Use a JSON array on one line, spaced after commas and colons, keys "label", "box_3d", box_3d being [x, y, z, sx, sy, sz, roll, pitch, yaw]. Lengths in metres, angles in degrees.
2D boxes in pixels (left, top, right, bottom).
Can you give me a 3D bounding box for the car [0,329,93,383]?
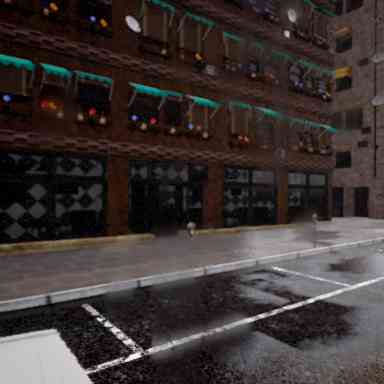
[{"label": "car", "box_3d": [-2.783, 1.603, 1.387, 4.718, 1.301, 1.895, 0, 0, -35]}]
